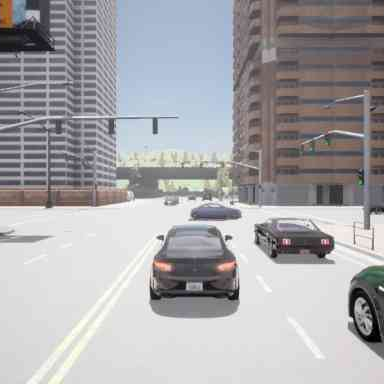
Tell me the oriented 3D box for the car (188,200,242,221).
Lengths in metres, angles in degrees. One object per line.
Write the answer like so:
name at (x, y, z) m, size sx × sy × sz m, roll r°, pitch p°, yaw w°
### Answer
car at (1.870, 1.564, 26.642) m, size 4.181 × 1.385 × 1.994 m, roll 0°, pitch 0°, yaw 0°

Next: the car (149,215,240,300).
car at (0.062, 1.526, 8.249) m, size 1.812 × 1.442 × 4.674 m, roll 0°, pitch 0°, yaw 0°

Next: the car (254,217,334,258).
car at (3.605, 1.601, 12.702) m, size 1.895 × 1.301 × 4.718 m, roll 0°, pitch 0°, yaw 1°

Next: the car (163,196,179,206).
car at (-3.590, 1.492, 54.818) m, size 2.128 × 1.511 × 4.902 m, roll 0°, pitch 0°, yaw -1°

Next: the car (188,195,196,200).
car at (0.014, 1.425, 77.292) m, size 1.837 × 1.490 × 4.892 m, roll 0°, pitch 0°, yaw 0°

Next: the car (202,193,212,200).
car at (3.514, 1.225, 78.002) m, size 2.150 × 2.045 × 5.566 m, roll 0°, pitch 0°, yaw 0°

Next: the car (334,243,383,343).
car at (3.601, 1.352, 3.617) m, size 2.097 × 1.767 × 4.553 m, roll 0°, pitch 0°, yaw 0°

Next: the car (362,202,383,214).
car at (19.963, 1.601, 33.724) m, size 4.718 × 1.301 × 1.895 m, roll 0°, pitch 0°, yaw 1°

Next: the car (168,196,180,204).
car at (-3.530, 1.492, 65.222) m, size 2.128 × 1.511 × 4.902 m, roll 0°, pitch 0°, yaw 1°
